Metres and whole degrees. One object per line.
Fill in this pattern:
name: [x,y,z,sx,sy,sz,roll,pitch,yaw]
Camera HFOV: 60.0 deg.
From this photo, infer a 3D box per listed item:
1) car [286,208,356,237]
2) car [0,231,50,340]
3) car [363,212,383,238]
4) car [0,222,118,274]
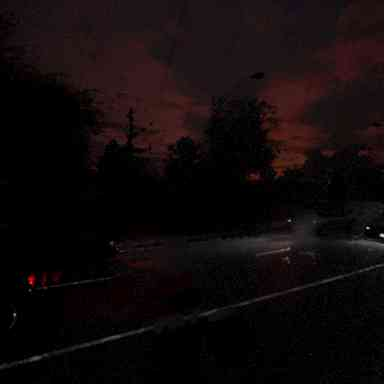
car: [7.250,1.607,18.508,4.718,1.301,1.895,0,0,-41]
car: [-4.606,1.557,4.954,4.181,1.385,1.994,0,0,-35]
car: [10.558,1.556,16.744,5.357,1.411,2.033,0,0,-42]
car: [-4.797,1.555,9.092,5.357,1.411,2.033,0,0,-35]
